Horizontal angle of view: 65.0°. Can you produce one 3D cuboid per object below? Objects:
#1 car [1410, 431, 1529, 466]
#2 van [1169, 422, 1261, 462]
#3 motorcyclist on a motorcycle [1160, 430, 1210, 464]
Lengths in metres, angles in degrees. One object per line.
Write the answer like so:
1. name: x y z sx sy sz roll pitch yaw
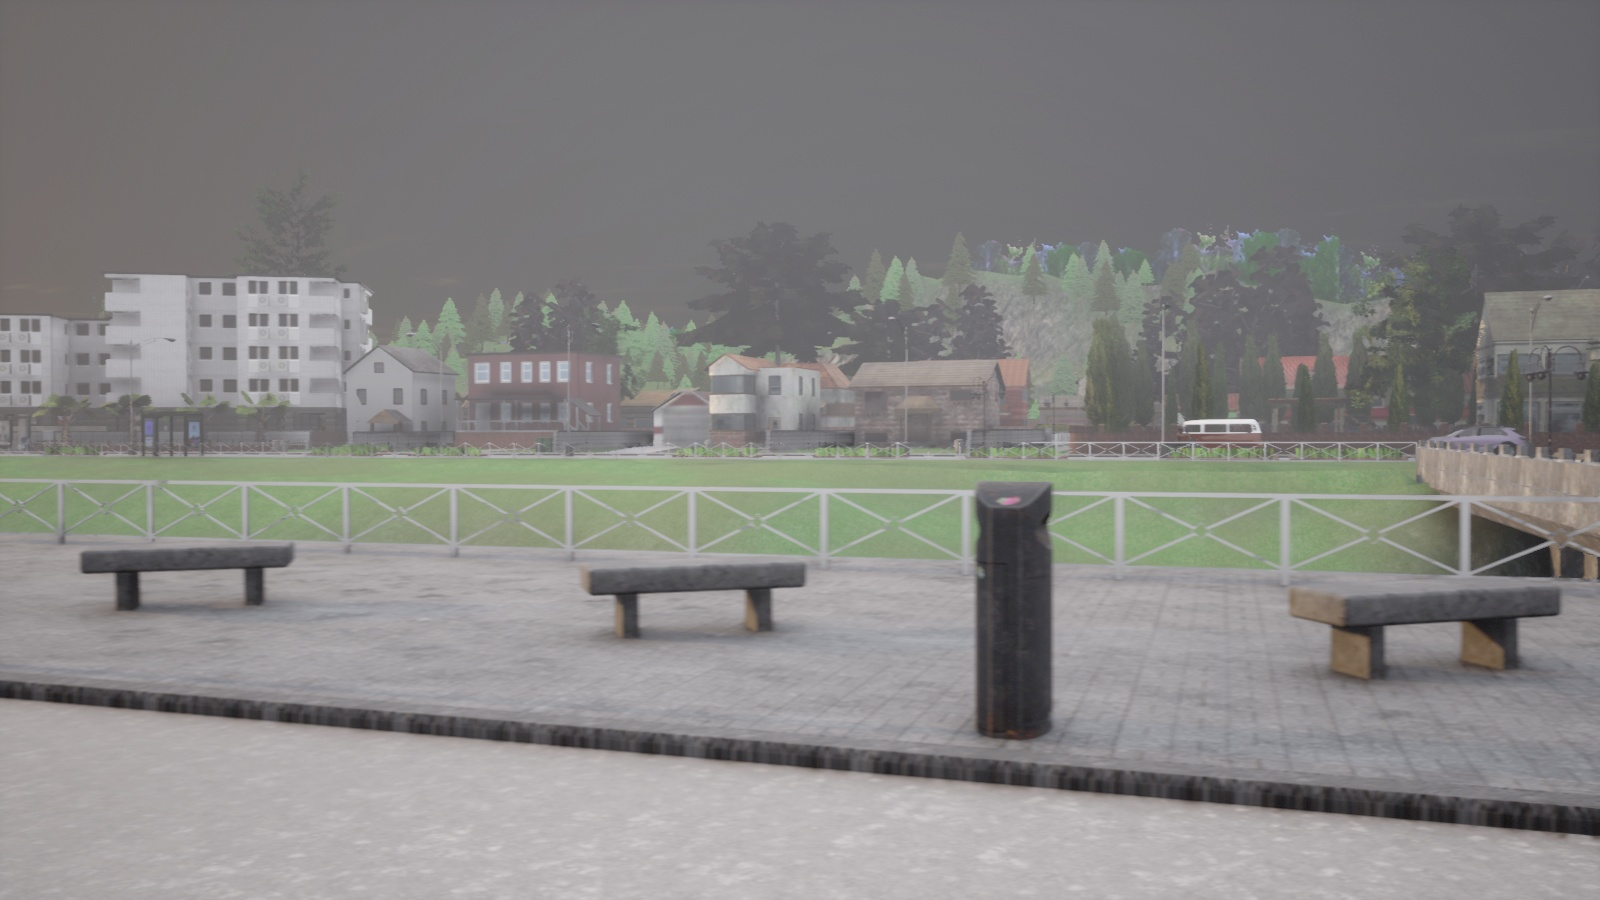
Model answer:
1. car: 32.938 -0.111 61.931 4.856 1.649 2.033 1 1 19
2. van: 21.710 -0.421 65.709 4.480 2.038 2.069 1 1 19
3. motorcyclist on a motorcycle: 19.126 -0.150 62.361 2.350 1.649 0.766 1 1 19
